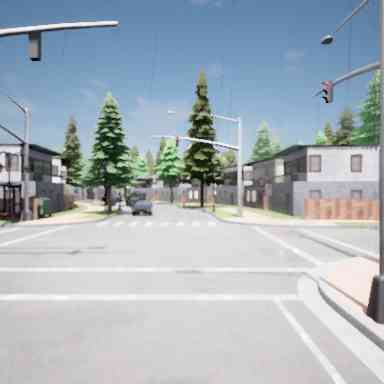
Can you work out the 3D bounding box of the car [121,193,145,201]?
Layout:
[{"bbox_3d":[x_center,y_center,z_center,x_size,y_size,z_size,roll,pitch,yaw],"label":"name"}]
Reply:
[{"bbox_3d":[-10.431,1.135,61.273,2.150,2.045,5.566,0,0,-36],"label":"car"}]

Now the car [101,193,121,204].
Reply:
[{"bbox_3d":[-15.696,1.352,62.917,2.128,1.511,4.902,0,0,-36],"label":"car"}]

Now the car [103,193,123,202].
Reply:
[{"bbox_3d":[-16.553,1.094,69.612,2.097,1.767,4.553,0,0,-45],"label":"car"}]

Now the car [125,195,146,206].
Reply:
[{"bbox_3d":[-8.354,1.489,48.450,1.994,1.385,4.181,0,0,-20],"label":"car"}]

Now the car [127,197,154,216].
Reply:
[{"bbox_3d":[-4.618,1.486,31.624,2.033,1.411,5.357,0,0,-5],"label":"car"}]
